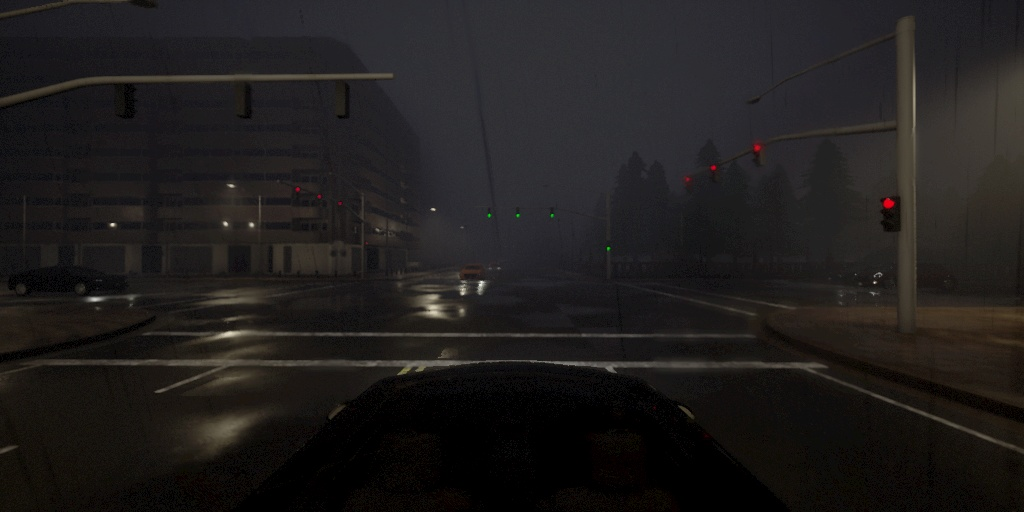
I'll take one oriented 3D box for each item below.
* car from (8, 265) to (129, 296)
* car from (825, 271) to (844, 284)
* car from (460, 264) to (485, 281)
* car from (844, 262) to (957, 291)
[{"bbox_3d":[-23.700,1.274,19.279,5.008,1.535,1.882,0,0,0],"label":"car"},{"bbox_3d":[25.169,1.356,25.481,4.674,1.442,1.812,0,0,8],"label":"car"},{"bbox_3d":[-3.509,1.449,32.573,1.882,1.535,5.008,0,0,0],"label":"car"},{"bbox_3d":[23.948,1.164,22.076,4.553,1.767,2.097,0,0,7],"label":"car"}]
